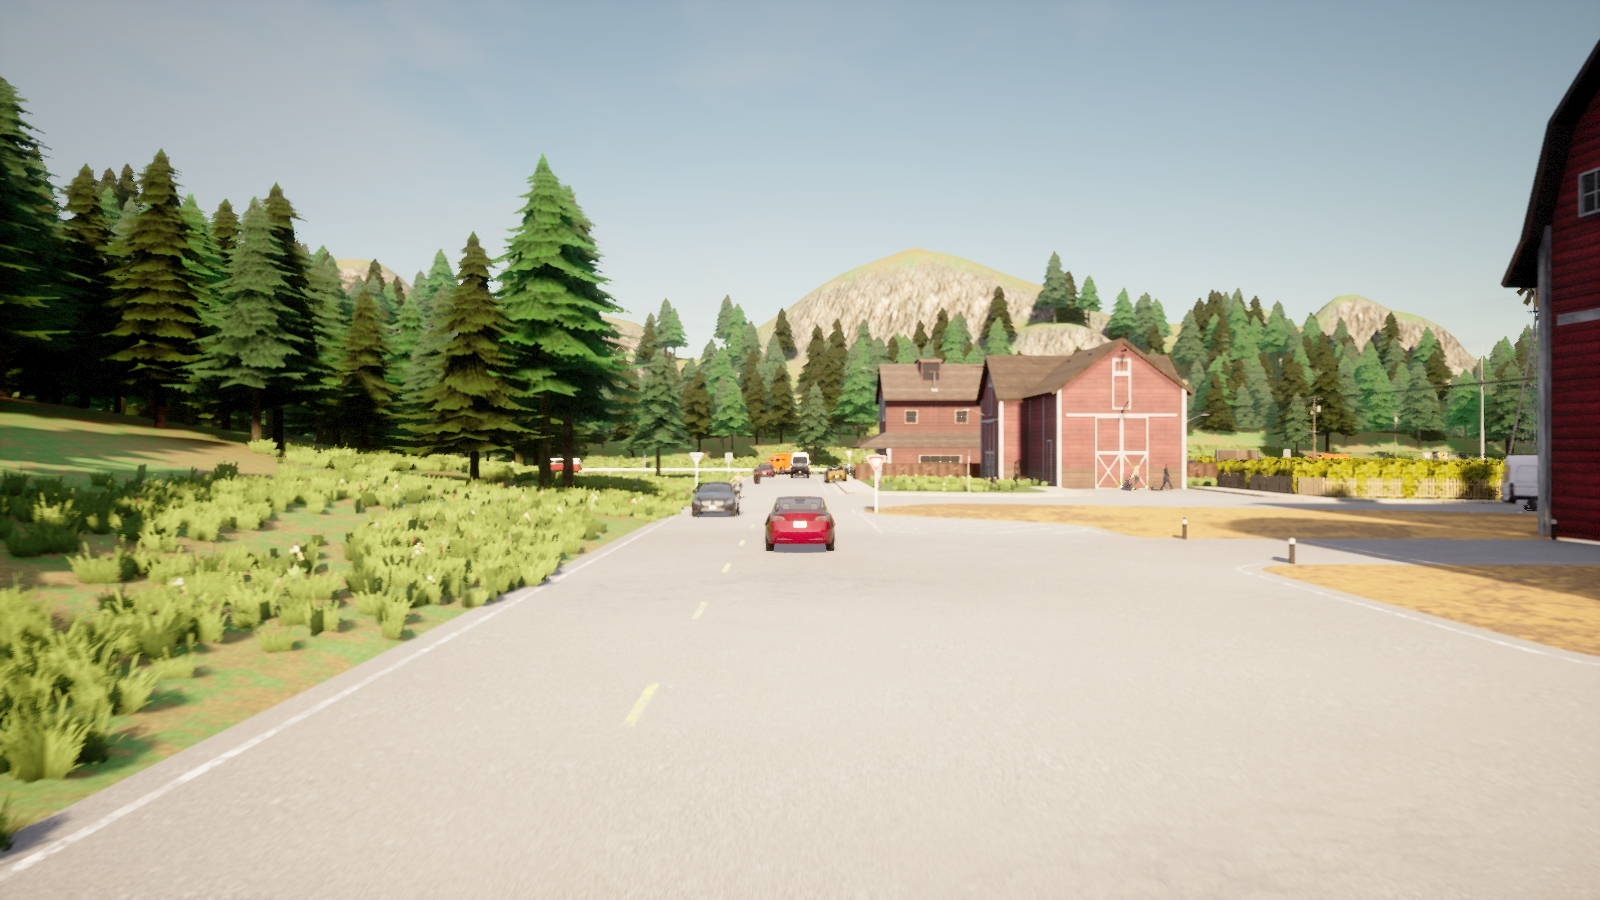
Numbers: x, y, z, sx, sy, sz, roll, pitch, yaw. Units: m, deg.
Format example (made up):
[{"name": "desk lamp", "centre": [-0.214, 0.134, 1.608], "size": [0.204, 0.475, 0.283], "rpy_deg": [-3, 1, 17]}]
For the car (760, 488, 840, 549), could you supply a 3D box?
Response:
[{"name": "car", "centre": [0.001, 1.923, 33.303], "size": [2.163, 1.488, 4.792], "rpy_deg": [0, 0, 0]}]

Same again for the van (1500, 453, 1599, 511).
[{"name": "van", "centre": [35.322, 1.408, 51.753], "size": [5.915, 2.561, 1.988], "rpy_deg": [0, 0, 23]}]

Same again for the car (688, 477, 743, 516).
[{"name": "car", "centre": [-3.558, 1.941, 48.724], "size": [2.002, 1.442, 4.674], "rpy_deg": [0, 0, 0]}]

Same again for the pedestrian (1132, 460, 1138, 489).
[{"name": "pedestrian", "centre": [22.065, 1.617, 75.302], "size": [0.375, 1.860, 0.375], "rpy_deg": [0, 0, 21]}]

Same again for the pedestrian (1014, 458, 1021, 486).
[{"name": "pedestrian", "centre": [14.650, 1.468, 76.973], "size": [0.375, 1.860, 0.375], "rpy_deg": [0, 0, 44]}]

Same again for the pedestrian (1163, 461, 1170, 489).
[{"name": "pedestrian", "centre": [23.909, 1.618, 74.514], "size": [0.375, 1.860, 0.375], "rpy_deg": [0, 0, 22]}]
